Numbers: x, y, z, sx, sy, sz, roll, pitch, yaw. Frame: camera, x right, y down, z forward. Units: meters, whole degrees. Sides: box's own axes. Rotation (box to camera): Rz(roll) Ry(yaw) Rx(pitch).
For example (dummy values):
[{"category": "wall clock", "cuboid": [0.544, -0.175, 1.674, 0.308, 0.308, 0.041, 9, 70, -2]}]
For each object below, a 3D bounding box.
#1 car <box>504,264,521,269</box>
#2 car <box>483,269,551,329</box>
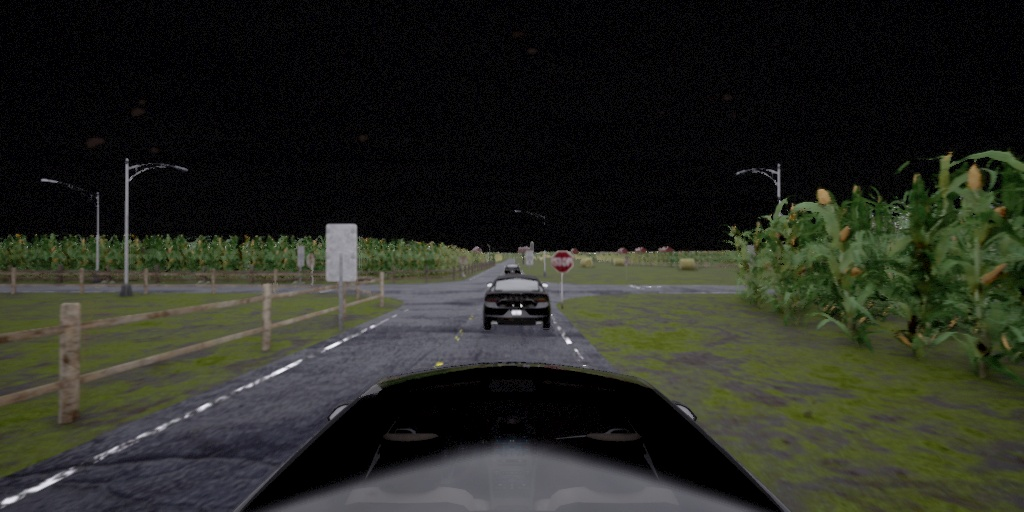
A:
[{"category": "car", "cuboid": [0.055, 1.672, 43.971, 1.882, 1.535, 5.008, 0, 0, 0]}, {"category": "car", "cuboid": [0.179, 1.339, 11.712, 1.882, 1.535, 5.008, 0, -1, 1]}]
